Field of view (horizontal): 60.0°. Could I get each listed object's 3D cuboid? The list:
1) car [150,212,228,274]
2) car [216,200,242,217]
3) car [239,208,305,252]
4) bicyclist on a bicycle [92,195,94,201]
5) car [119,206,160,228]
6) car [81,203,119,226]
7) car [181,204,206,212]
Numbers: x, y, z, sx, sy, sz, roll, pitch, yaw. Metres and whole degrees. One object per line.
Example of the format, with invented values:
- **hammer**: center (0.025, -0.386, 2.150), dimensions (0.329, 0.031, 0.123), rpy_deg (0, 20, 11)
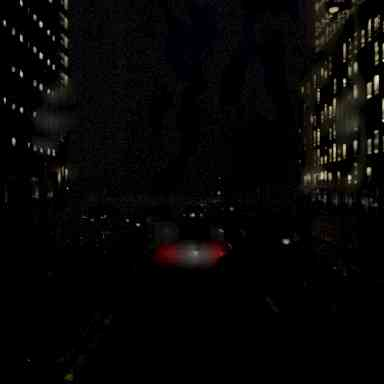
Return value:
- **car**: center (0.074, 1.599, 10.709), dimensions (2.033, 1.411, 5.357), rpy_deg (0, 0, 0)
- **car**: center (3.364, 1.489, 30.222), dimensions (2.097, 1.767, 4.553), rpy_deg (0, 0, 0)
- **car**: center (3.347, 1.594, 14.093), dimensions (1.812, 1.442, 4.674), rpy_deg (0, -1, 0)
- **bicyclist on a bicycle**: center (-24.628, 1.437, 82.839), dimensions (0.582, 1.620, 1.656), rpy_deg (0, 1, 1)
- **car**: center (-3.325, 1.655, 23.157), dimensions (2.033, 1.411, 5.357), rpy_deg (0, 0, 0)
- **car**: center (-6.577, 1.619, 24.347), dimensions (1.837, 1.490, 4.892), rpy_deg (0, -1, 0)
- **car**: center (0.091, 1.666, 25.724), dimensions (2.033, 1.411, 5.357), rpy_deg (0, 0, 0)
